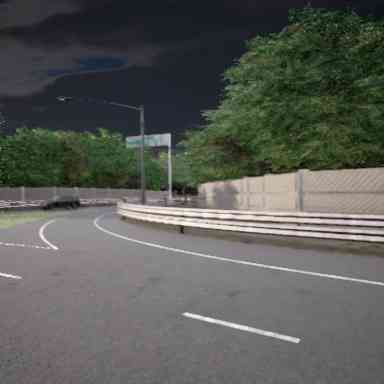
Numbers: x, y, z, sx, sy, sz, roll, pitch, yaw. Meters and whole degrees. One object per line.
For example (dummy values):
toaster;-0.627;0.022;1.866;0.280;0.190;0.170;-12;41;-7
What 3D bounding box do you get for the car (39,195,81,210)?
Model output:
car;-17.955;1.486;45.450;2.150;2.045;5.566;-1;0;36
